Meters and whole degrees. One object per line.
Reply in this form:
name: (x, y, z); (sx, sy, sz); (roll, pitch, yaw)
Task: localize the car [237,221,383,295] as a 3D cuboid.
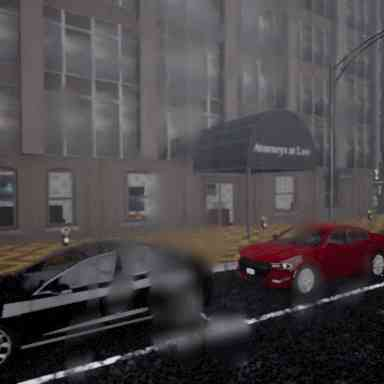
car: (3.173, 1.468, 8.422); (4.507, 1.381, 1.887); (0, 0, -32)

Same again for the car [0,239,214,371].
car: (-1.632, 1.507, 5.385); (4.313, 1.339, 1.947); (0, 0, -32)
